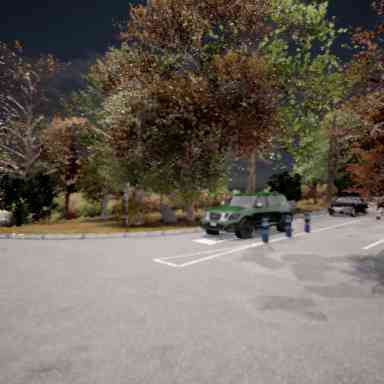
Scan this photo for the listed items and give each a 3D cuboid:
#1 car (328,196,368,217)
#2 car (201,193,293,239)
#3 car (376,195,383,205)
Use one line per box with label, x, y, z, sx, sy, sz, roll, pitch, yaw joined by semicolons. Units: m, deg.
car;12.491;1.112;26.536;2.128;1.511;4.902;0;1;44
car;2.909;1.057;16.661;5.566;2.045;2.150;-1;0;-44
car;21.791;0.881;36.332;2.033;1.411;5.357;0;1;44
